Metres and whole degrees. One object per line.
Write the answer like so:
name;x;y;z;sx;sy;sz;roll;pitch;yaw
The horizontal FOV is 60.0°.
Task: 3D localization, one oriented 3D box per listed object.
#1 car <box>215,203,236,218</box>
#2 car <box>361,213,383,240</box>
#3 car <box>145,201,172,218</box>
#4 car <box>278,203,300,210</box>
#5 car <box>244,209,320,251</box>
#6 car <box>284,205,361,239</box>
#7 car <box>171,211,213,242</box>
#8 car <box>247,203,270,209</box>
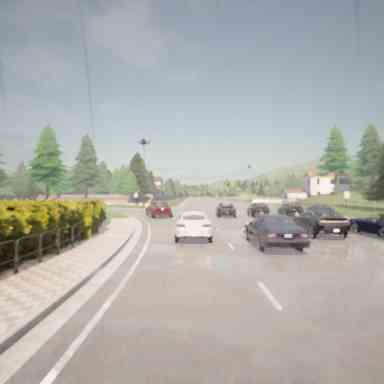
car;3.594;1.901;35.807;2.128;1.511;4.902;0;-1;0
car;10.598;1.811;18.263;1.895;1.301;4.718;0;-1;0
car;-3.616;1.753;35.155;2.097;1.767;4.553;0;-1;-18
car;10.594;1.915;35.915;1.837;1.490;4.892;0;-1;0
car;3.598;1.719;14.928;2.033;1.411;5.357;0;-1;0
car;7.096;1.707;18.737;2.128;1.511;4.902;0;-1;0
car;0.081;1.726;17.466;1.812;1.442;4.674;0;-1;0
car;7.094;1.915;35.872;1.837;1.490;4.892;0;-1;0
